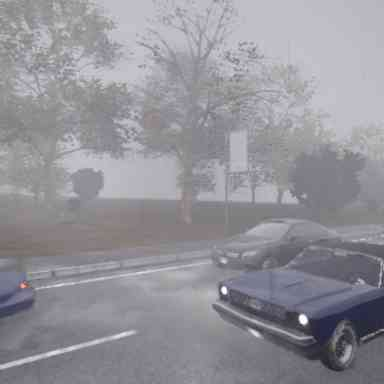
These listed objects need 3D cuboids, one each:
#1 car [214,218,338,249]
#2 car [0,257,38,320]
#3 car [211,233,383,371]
[{"bbox_3d":[2.736,1.558,10.124,4.674,1.442,1.812,0,0,-36],"label":"car"},{"bbox_3d":[-5.147,1.544,4.612,5.357,1.411,2.033,0,0,-35],"label":"car"},{"bbox_3d":[2.665,1.620,5.807,4.718,1.301,1.895,0,0,-35],"label":"car"}]
